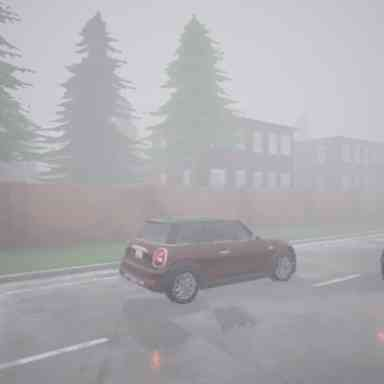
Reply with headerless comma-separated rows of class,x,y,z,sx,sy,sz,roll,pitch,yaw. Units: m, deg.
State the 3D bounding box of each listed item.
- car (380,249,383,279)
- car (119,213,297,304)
car,6.631,1.574,8.383,4.892,1.490,1.837,0,0,-35
car,0.596,1.383,8.433,4.553,1.767,2.097,1,0,-35
